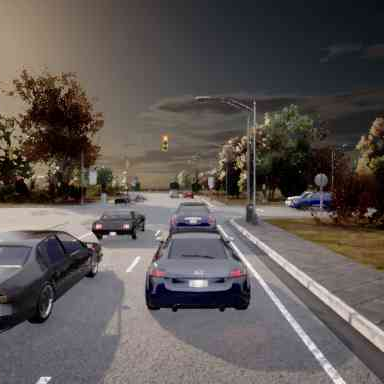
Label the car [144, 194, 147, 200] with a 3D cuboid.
[{"bbox_3d":[-10.842,1.095,71.260,1.895,1.301,4.718,0,1,-1],"label":"car"}]

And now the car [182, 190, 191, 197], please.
[{"bbox_3d":[-1.589,0.393,94.123,2.097,1.767,4.553,0,1,-7],"label":"car"}]

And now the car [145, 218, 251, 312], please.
[{"bbox_3d":[0.081,1.541,7.755,1.994,1.385,4.181,0,0,-1],"label":"car"}]

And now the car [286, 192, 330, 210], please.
[{"bbox_3d":[14.021,0.993,37.455,5.566,2.045,2.150,0,0,-3],"label":"car"}]

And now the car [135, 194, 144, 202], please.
[{"bbox_3d":[-10.800,1.089,61.303,2.128,1.511,4.902,0,0,0],"label":"car"}]

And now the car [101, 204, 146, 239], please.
[{"bbox_3d":[-3.477,1.518,16.711,1.895,1.301,4.718,0,0,-1],"label":"car"}]

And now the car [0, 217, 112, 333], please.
[{"bbox_3d":[-3.417,1.528,7.067,2.033,1.411,5.357,0,0,-1],"label":"car"}]

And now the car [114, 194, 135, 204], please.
[{"bbox_3d":[-10.789,1.269,52.201,1.895,1.301,4.718,0,0,0],"label":"car"}]

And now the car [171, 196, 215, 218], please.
[{"bbox_3d":[0.044,1.271,16.389,2.097,1.767,4.553,0,0,0],"label":"car"}]

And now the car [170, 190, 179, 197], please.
[{"bbox_3d":[-4.320,0.886,84.154,1.994,1.385,4.181,0,1,-4],"label":"car"}]

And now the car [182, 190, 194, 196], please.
[{"bbox_3d":[-0.772,0.566,83.475,2.150,2.045,5.566,0,1,-4],"label":"car"}]
